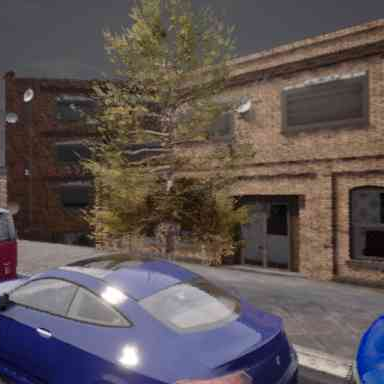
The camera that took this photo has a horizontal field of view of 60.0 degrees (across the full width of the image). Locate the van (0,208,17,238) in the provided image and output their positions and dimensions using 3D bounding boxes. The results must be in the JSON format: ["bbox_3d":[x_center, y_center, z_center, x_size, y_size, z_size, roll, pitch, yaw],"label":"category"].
[{"bbox_3d":[-5.733,1.244,7.317,4.442,1.987,1.878,0,0,35],"label":"van"}]

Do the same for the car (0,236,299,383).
[{"bbox_3d":[-1.133,1.515,4.050,4.674,1.452,2.002,0,0,35],"label":"car"}]
